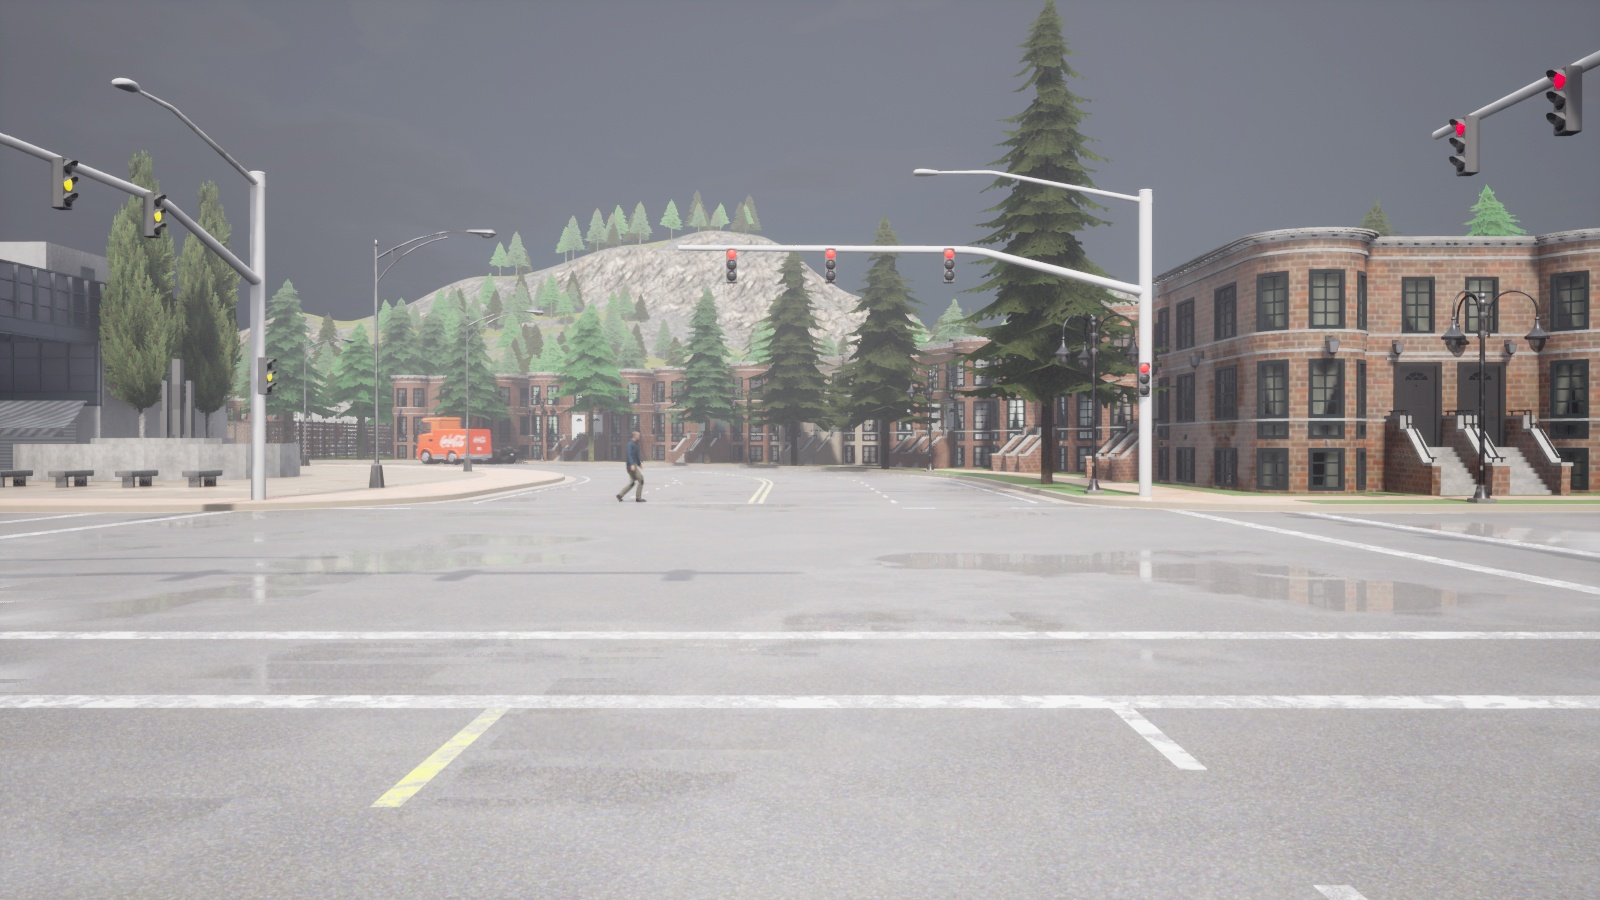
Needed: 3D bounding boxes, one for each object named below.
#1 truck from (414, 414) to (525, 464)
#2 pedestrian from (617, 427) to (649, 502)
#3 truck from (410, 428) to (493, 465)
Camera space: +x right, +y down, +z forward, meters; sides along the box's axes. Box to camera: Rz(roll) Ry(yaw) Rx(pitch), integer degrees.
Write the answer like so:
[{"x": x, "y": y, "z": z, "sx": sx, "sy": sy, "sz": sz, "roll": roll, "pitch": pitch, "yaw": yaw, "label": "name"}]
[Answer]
[{"x": -23.846, "y": -0.765, "z": 90.521, "sx": 7.936, "sy": 3.462, "sz": 2.891, "roll": 0, "pitch": 0, "yaw": 29, "label": "truck"}, {"x": -4.095, "y": 0.358, "z": 30.847, "sx": 0.726, "sy": 1.842, "sz": 0.402, "roll": 0, "pitch": 0, "yaw": 2, "label": "pedestrian"}, {"x": -24.052, "y": -0.249, "z": 86.653, "sx": 5.204, "sy": 2.467, "sz": 2.627, "roll": 0, "pitch": 0, "yaw": 30, "label": "truck"}]
